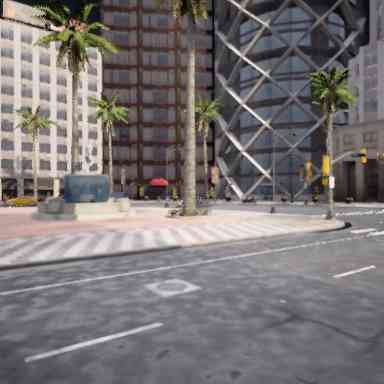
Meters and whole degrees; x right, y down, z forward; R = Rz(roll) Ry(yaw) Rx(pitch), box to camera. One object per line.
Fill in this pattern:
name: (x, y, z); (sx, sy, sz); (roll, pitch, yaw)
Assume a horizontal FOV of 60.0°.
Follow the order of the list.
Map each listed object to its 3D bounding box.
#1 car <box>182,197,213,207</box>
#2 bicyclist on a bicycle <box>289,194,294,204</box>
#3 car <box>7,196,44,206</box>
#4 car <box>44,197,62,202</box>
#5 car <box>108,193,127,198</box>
car: (0.825, 1.417, 48.669); (4.674, 1.442, 1.812); (0, 0, 28)
bicyclist on a bicycle: (16.622, 1.130, 55.343); (0.582, 1.620, 1.656); (0, 0, 42)
car: (-27.861, 1.442, 55.122); (5.008, 1.535, 1.882); (0, 0, -15)
car: (-24.690, 1.546, 59.495); (4.718, 1.301, 1.895); (0, 0, -10)
car: (-14.404, 1.132, 60.088); (5.566, 2.045, 2.150); (0, 0, 3)
